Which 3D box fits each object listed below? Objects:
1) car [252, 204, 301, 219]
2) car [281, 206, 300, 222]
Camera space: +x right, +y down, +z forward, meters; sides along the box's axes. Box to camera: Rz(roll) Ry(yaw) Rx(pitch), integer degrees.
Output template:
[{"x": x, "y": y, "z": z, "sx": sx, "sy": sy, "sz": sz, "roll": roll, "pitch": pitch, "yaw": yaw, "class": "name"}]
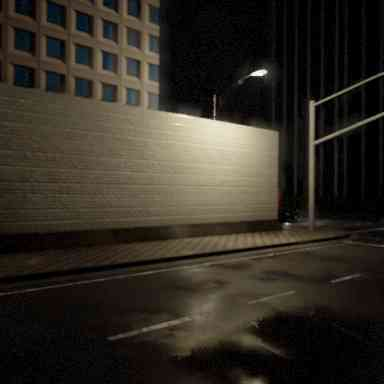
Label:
[{"x": 8.411, "y": 1.923, "z": 33.616, "sx": 1.895, "sy": 1.301, "sz": 4.718, "roll": 1, "pitch": 0, "yaw": -36, "class": "car"}, {"x": 7.207, "y": 1.812, "z": 29.293, "sx": 1.812, "sy": 1.442, "sz": 4.674, "roll": 1, "pitch": 0, "yaw": -36, "class": "car"}]
